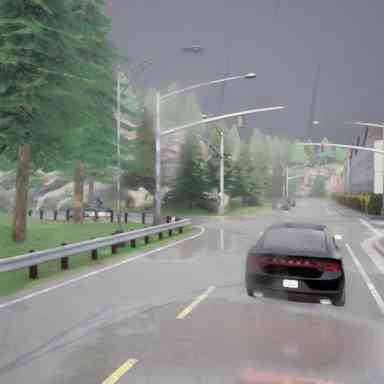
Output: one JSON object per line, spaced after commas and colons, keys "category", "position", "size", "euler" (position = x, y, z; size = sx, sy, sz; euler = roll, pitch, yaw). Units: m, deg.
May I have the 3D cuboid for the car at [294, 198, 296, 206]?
{"category": "car", "position": [14.616, 1.347, 50.718], "size": [2.097, 1.767, 4.553], "euler": [0, 0, 21]}

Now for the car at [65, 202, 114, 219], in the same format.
{"category": "car", "position": [-8.828, 1.577, 28.620], "size": [4.181, 1.385, 1.994], "euler": [0, 0, 20]}

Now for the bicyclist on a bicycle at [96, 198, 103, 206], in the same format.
{"category": "bicyclist on a bicycle", "position": [-10.205, 1.414, 36.637], "size": [0.582, 1.620, 1.656], "euler": [-2, 5, 20]}

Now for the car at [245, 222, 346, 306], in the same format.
{"category": "car", "position": [2.621, 1.477, 8.224], "size": [1.882, 1.535, 5.008], "euler": [0, 0, 21]}

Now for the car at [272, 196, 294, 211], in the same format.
{"category": "car", "position": [11.165, 1.487, 41.555], "size": [2.128, 1.511, 4.902], "euler": [0, 0, 21]}
